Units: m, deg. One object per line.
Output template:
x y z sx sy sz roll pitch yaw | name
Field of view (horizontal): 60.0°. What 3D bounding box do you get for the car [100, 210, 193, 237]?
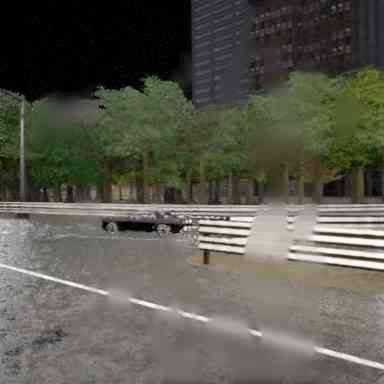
-2.472 1.613 17.805 4.718 1.301 1.895 0 0 16 | car
